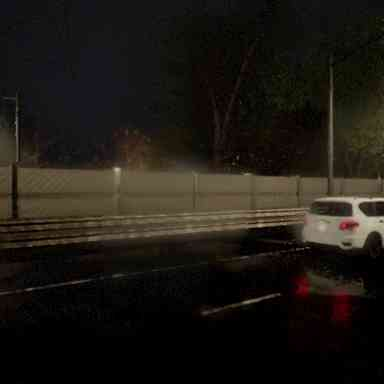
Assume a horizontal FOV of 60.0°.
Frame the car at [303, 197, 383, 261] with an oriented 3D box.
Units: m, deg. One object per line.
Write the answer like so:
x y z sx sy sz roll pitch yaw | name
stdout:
6.550 1.196 12.292 5.566 2.045 2.150 0 0 -31 | car
